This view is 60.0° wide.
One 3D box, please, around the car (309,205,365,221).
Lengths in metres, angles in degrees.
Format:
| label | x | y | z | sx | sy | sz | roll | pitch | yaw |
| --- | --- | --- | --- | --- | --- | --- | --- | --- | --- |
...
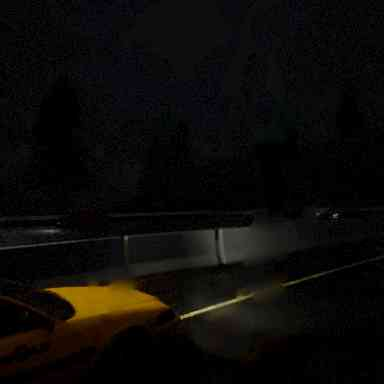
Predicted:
| label | x | y | z | sx | sy | sz | roll | pitch | yaw |
| --- | --- | --- | --- | --- | --- | --- | --- | --- | --- |
| car | 12.180 | 1.883 | 27.308 | 4.553 | 1.767 | 2.097 | 1 | -1 | -34 |

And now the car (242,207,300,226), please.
| label | x | y | z | sx | sy | sz | roll | pitch | yaw |
| --- | --- | --- | --- | --- | --- | --- | --- | --- | --- |
| car | 6.323 | 2.026 | 27.455 | 5.008 | 1.535 | 1.882 | 1 | -2 | -36 |

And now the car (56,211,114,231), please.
| label | x | y | z | sx | sy | sz | roll | pitch | yaw |
| --- | --- | --- | --- | --- | --- | --- | --- | --- | --- |
| car | -8.004 | 2.099 | 25.062 | 4.181 | 1.385 | 1.994 | 1 | -2 | -40 |

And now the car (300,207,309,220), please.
| label | x | y | z | sx | sy | sz | roll | pitch | yaw |
| --- | --- | --- | --- | --- | --- | --- | --- | --- | --- |
| car | 10.257 | 2.229 | 34.487 | 5.357 | 1.411 | 2.033 | 1 | -1 | -33 |

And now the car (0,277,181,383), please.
| label | x | y | z | sx | sy | sz | roll | pitch | yaw |
| --- | --- | --- | --- | --- | --- | --- | --- | --- | --- |
| car | -2.494 | 1.537 | 3.439 | 5.366 | 1.575 | 1.801 | 1 | -2 | -44 |
